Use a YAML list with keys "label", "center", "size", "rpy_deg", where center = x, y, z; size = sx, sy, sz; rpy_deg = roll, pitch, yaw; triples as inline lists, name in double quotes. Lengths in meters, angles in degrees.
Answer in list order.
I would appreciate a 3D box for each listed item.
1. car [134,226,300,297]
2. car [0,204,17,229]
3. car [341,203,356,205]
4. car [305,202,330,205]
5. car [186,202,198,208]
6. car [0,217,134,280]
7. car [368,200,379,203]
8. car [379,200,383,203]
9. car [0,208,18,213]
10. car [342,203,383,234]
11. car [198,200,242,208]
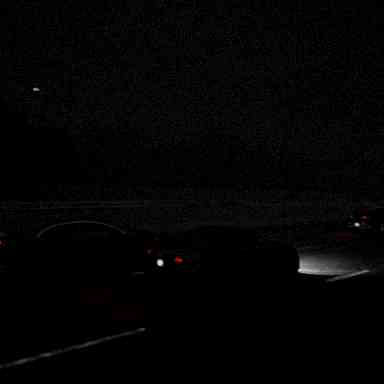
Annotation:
- label: "car"
  center: [0.909, 1.584, 8.695]
  size: [4.181, 1.385, 1.994]
  rpy_deg: [0, 0, -36]
- label: "car"
  center: [-13.392, 1.527, 20.233]
  size: [4.674, 1.442, 1.812]
  rpy_deg: [0, 0, -36]
- label: "car"
  center: [20.909, 2.088, 44.691]
  size: [4.718, 1.301, 1.895]
  rpy_deg: [1, -1, -35]
- label: "car"
  center: [12.877, 1.773, 34.674]
  size: [4.892, 1.490, 1.837]
  rpy_deg: [2, -1, -35]
- label: "car"
  center: [1.213, 1.736, 39.249]
  size: [4.181, 1.385, 1.994]
  rpy_deg: [1, -1, -35]
- label: "car"
  center: [-3.254, 1.501, 10.024]
  size: [4.902, 1.511, 2.128]
  rpy_deg: [0, 0, -36]
- label: "car"
  center: [34.723, 2.292, 63.048]
  size: [4.553, 1.767, 2.097]
  rpy_deg: [1, -1, -36]
- label: "car"
  center: [36.246, 2.281, 59.835]
  size: [4.553, 1.767, 2.097]
  rpy_deg: [1, -1, -36]
- label: "car"
  center: [-11.384, 1.479, 17.368]
  size: [5.008, 1.535, 1.882]
  rpy_deg: [0, 0, -36]
- label: "car"
  center: [11.459, 1.648, 20.524]
  size: [4.892, 1.490, 1.837]
  rpy_deg: [1, 0, -36]
- label: "car"
  center: [3.403, 1.679, 36.514]
  size: [4.892, 1.490, 1.837]
  rpy_deg: [1, 0, -35]
